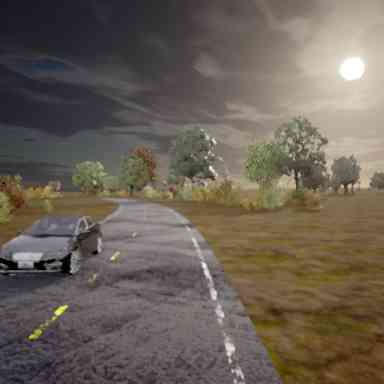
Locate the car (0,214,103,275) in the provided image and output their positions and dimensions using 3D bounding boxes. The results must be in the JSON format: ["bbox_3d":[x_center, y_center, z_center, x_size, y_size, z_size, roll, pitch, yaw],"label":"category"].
[{"bbox_3d":[-4.143,1.498,10.524,2.128,1.511,4.902,0,0,-3],"label":"car"}]
